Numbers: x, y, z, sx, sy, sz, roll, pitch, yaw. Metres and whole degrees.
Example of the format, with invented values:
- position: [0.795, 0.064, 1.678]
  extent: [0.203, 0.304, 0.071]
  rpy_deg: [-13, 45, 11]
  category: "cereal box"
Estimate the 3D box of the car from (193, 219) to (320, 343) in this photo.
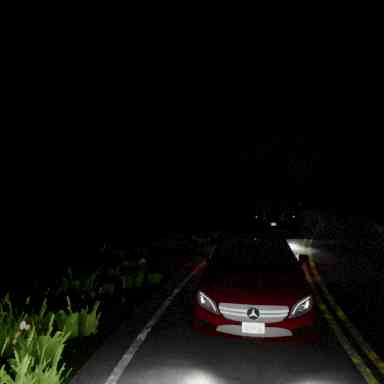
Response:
- position: [1.232, 1.534, 6.679]
  extent: [1.812, 1.442, 4.674]
  rpy_deg: [-1, 0, 11]
  category: "car"

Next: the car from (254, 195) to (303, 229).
- position: [5.008, 1.214, 18.849]
  extent: [2.150, 2.045, 5.566]
  rpy_deg: [-2, -1, 22]
  category: "car"
